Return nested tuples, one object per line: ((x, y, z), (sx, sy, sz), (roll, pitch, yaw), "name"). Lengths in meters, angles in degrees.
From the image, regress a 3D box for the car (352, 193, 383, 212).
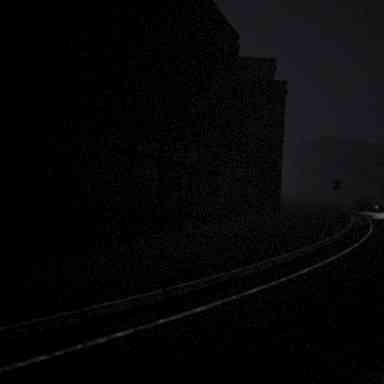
((16.556, 1.008, 31.293), (2.128, 1.511, 4.902), (3, 2, 12), "car")
